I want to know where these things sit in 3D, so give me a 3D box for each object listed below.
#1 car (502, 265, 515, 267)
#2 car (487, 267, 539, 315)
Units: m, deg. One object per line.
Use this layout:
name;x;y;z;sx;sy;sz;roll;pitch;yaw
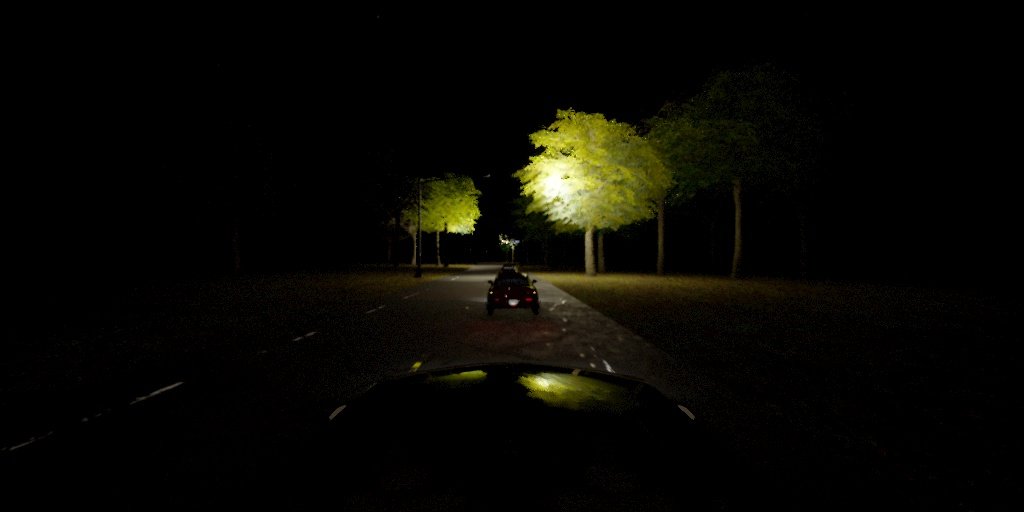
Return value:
car;-0.294;1.546;33.487;1.994;1.385;4.181;0;-1;-1
car;0.018;1.349;13.959;1.812;1.442;4.674;-1;0;0
